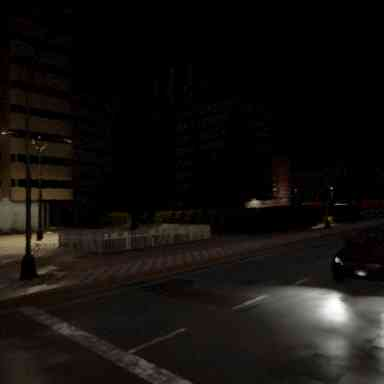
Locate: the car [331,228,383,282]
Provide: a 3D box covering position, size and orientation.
[{"bbox_3d":[5.959,1.871,10.361,1.812,1.442,4.674,-4,-4,43],"label":"car"}]
